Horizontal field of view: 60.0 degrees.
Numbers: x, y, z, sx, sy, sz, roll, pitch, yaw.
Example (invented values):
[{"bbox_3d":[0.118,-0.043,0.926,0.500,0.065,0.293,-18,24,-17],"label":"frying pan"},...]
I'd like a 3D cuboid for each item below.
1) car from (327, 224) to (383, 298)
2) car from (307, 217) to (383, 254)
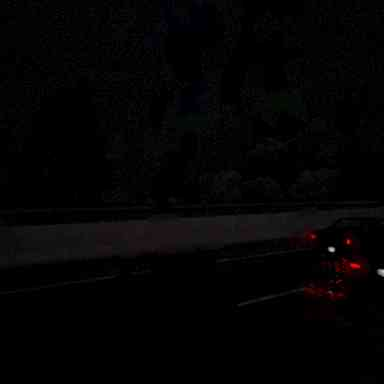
[{"bbox_3d":[5.660,1.525,7.399,5.357,1.411,2.033,0,0,-32],"label":"car"},{"bbox_3d":[6.436,1.568,11.968,4.718,1.301,1.895,0,0,-31],"label":"car"}]
